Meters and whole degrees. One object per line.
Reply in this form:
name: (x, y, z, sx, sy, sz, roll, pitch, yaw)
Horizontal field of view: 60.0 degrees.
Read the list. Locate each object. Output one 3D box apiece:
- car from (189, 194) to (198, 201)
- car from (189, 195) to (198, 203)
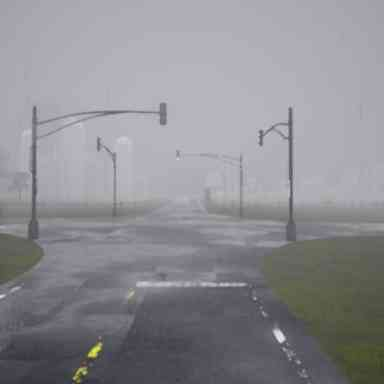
car: (0.323, 1.431, 84.320, 2.097, 1.767, 4.553, 0, 0, 0)
car: (0.269, 1.724, 73.926, 2.128, 1.511, 4.902, 0, 0, 0)
